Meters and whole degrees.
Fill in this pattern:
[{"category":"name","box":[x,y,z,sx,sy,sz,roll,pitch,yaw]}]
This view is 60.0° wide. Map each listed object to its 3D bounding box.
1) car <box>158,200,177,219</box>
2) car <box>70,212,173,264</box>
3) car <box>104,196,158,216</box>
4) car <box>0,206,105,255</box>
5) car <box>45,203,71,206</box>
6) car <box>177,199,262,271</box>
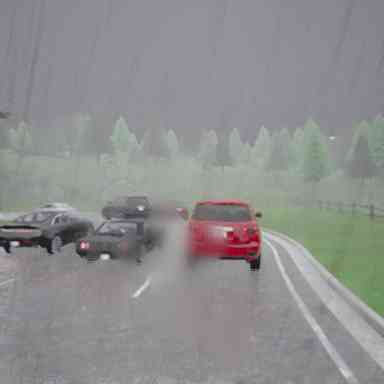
[{"category":"car","box":[-2.198,1.455,27.617,2.097,1.767,4.553,0,0,-33]},{"category":"car","box":[-2.223,1.641,12.014,1.895,1.301,4.718,0,0,9]},{"category":"car","box":[-5.189,1.308,26.175,2.150,2.045,5.566,1,-1,-34]},{"category":"car","box":[-5.581,1.521,13.431,2.128,1.511,4.902,0,0,7]},{"category":"car","box":[-10.827,1.586,26.401,4.674,1.442,1.812,0,-1,37]},{"category":"car","box":[1.206,1.269,11.437,2.150,2.045,5.566,0,-1,10]}]
